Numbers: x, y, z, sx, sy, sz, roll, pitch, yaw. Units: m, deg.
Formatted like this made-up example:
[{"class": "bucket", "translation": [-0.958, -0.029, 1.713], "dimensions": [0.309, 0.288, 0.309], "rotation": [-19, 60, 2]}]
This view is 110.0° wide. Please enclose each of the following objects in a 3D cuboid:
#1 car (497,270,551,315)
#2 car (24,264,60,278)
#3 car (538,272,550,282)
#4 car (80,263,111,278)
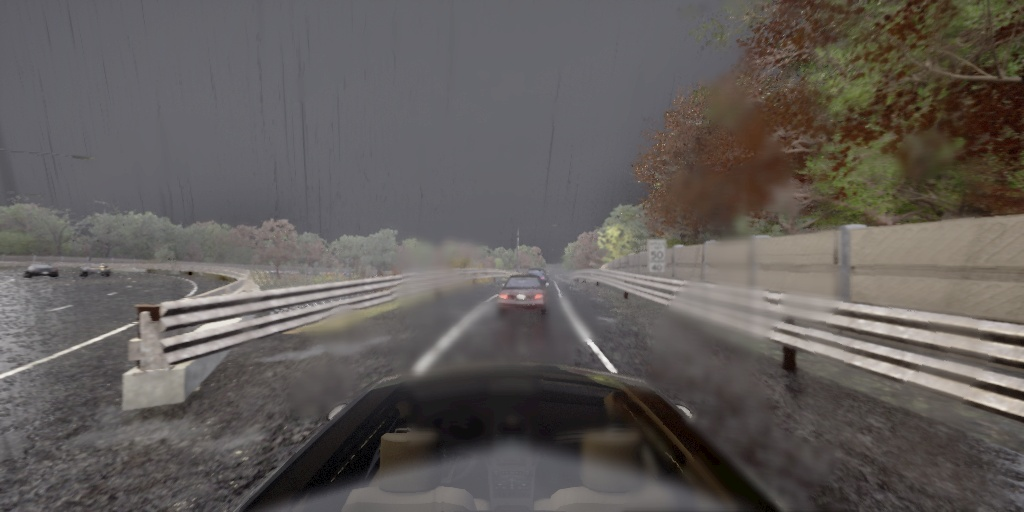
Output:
[{"class": "car", "translation": [0.532, 1.453, 14.402], "dimensions": [2.033, 1.411, 5.357], "rotation": [0, -1, 5]}, {"class": "car", "translation": [-48.923, 1.540, 37.337], "dimensions": [4.674, 1.442, 1.812], "rotation": [0, -1, 32]}, {"class": "car", "translation": [5.443, 3.525, 60.001], "dimensions": [1.837, 1.490, 4.892], "rotation": [0, -5, 8]}, {"class": "car", "translation": [-45.665, 1.541, 39.330], "dimensions": [4.902, 1.511, 2.128], "rotation": [0, -1, 35]}]
